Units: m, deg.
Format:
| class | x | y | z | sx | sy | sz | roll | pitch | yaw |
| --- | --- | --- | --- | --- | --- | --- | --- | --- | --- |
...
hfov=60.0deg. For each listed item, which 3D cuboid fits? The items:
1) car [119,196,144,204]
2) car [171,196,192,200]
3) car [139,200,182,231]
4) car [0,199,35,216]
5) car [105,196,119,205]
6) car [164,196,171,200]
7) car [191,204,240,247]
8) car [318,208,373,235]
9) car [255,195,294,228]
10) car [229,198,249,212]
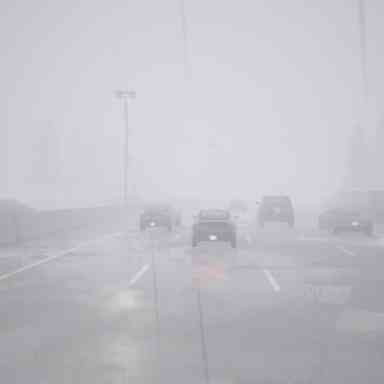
| class | x | y | z | sx | sy | sz | roll | pitch | yaw |
| --- | --- | --- | --- | --- | --- | --- | --- | --- | --- |
| car | -10.285 | 1.458 | 58.708 | 1.837 | 1.490 | 4.892 | 0 | 0 | 20 |
| car | -1.455 | 1.468 | 62.076 | 2.128 | 1.511 | 4.902 | 0 | 0 | 23 |
| car | -1.813 | 1.493 | 20.433 | 1.837 | 1.490 | 4.892 | 0 | 0 | 8 |
| car | -12.410 | 1.453 | 21.860 | 2.128 | 1.511 | 4.902 | 0 | 0 | 8 |
| car | -13.697 | 1.449 | 59.584 | 1.837 | 1.490 | 4.892 | 0 | 0 | 20 |
| car | -3.768 | 1.513 | 65.591 | 2.033 | 1.411 | 5.357 | 0 | 0 | 23 |
| car | 1.063 | 1.502 | 15.198 | 1.837 | 1.490 | 4.892 | 0 | 0 | 6 |
| car | 8.577 | 1.579 | 18.937 | 1.994 | 1.385 | 4.181 | 0 | 0 | 8 |
| car | 5.566 | 1.228 | 22.622 | 2.150 | 2.045 | 5.566 | 0 | 0 | 9 |
| car | 5.345 | 1.505 | 38.074 | 1.837 | 1.490 | 4.892 | 0 | 0 | 15 |
